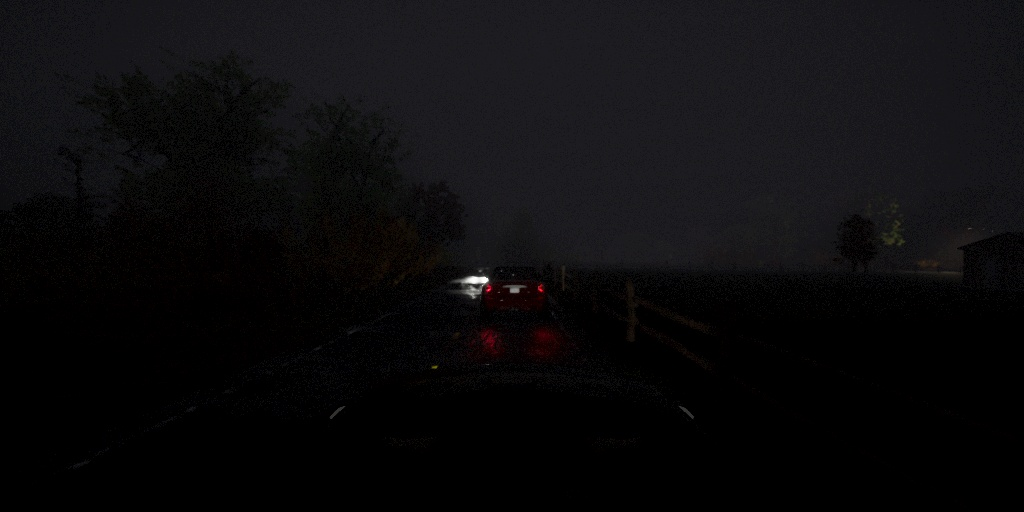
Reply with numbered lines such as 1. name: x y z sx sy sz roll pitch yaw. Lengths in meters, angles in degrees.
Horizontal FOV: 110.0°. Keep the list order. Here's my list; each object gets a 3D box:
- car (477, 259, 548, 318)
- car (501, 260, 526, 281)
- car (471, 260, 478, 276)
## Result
1. car: 0.088 1.050 12.931 2.097 1.767 4.553 0 0 0
2. car: 0.089 1.128 28.968 1.837 1.490 4.892 0 0 0
3. car: -2.848 1.088 34.711 2.128 1.511 4.902 0 0 0
